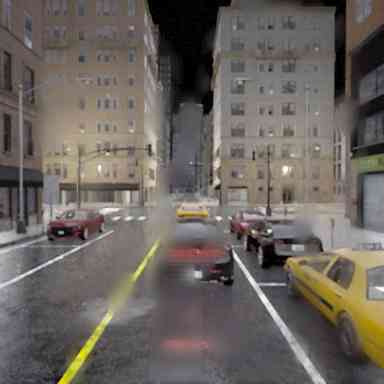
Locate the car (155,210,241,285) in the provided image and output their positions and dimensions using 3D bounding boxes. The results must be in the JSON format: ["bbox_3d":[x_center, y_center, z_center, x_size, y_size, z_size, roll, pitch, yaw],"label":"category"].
[{"bbox_3d":[0.071,1.487,9.415,1.837,1.490,4.892,0,0,0],"label":"car"}]

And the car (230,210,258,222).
[{"bbox_3d":[2.877,1.550,16.655,1.802,1.307,4.206,-1,0,0],"label":"car"}]

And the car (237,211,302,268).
[{"bbox_3d":[2.873,1.544,11.069,1.947,1.339,4.313,-1,0,0],"label":"car"}]

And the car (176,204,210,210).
[{"bbox_3d":[0.045,1.440,19.842,1.882,1.535,5.008,0,0,0],"label":"car"}]

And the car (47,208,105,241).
[{"bbox_3d":[-5.669,1.513,16.658,1.887,1.381,4.507,-1,0,0],"label":"car"}]

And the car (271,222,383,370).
[{"bbox_3d":[2.869,1.514,5.653,1.752,1.417,4.829,-1,0,0],"label":"car"}]
